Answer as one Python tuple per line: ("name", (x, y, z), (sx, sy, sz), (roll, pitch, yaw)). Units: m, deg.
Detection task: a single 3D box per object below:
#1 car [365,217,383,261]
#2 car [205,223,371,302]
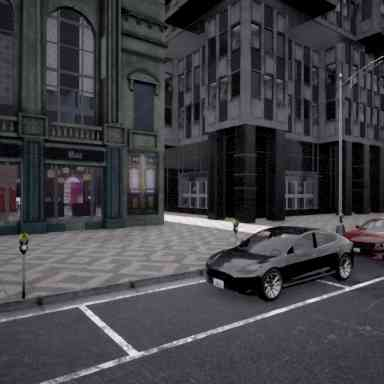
("car", (6.921, 1.546, 11.603), (4.507, 1.381, 1.887), (0, 0, -36))
("car", (2.336, 1.566, 8.324), (4.313, 1.339, 1.947), (0, 0, -36))
